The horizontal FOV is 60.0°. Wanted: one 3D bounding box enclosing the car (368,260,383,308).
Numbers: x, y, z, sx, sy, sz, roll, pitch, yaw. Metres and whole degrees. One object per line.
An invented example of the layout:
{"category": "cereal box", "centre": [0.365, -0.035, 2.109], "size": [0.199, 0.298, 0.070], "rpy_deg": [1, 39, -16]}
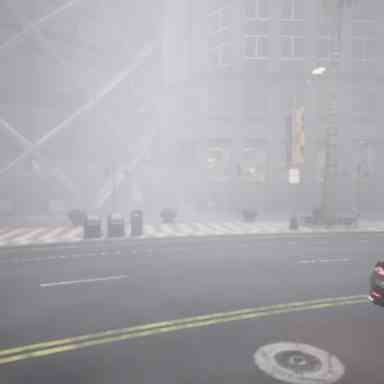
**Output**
{"category": "car", "centre": [5.375, 1.496, 5.444], "size": [4.902, 1.511, 2.128], "rpy_deg": [0, 0, -14]}
